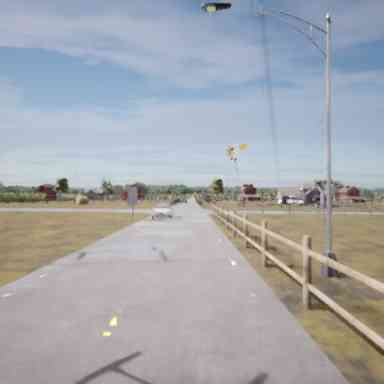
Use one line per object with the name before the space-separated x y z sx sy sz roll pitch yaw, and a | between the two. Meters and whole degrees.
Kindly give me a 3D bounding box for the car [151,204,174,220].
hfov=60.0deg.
car | -2.809 1.883 32.538 1.812 1.442 4.674 0 -1 0
